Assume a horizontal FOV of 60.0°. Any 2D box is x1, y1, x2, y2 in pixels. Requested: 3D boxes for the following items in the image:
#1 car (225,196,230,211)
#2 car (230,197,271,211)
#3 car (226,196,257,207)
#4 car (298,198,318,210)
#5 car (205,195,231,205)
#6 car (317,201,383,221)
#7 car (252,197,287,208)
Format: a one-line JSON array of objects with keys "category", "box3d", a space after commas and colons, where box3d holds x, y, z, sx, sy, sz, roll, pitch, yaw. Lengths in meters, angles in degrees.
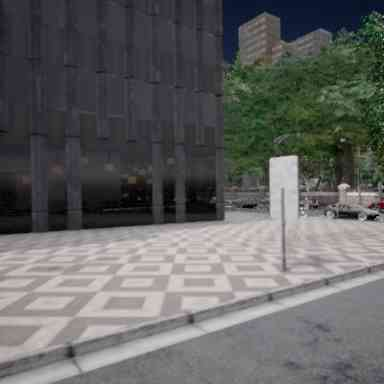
[{"category": "car", "box3d": [3.570, 1.585, 40.719, 2.008, 1.369, 4.403, -1, 1, -35]}, {"category": "car", "box3d": [7.392, 1.478, 40.089, 2.128, 1.511, 4.902, -1, 1, -35]}, {"category": "car", "box3d": [7.391, 1.414, 50.096, 2.008, 1.369, 4.403, -1, 1, -35]}, {"category": "car", "box3d": [13.677, 1.430, 41.174, 1.947, 1.339, 4.313, -1, 1, -35]}, {"category": "car", "box3d": [4.247, 1.304, 54.555, 1.967, 1.590, 4.097, -1, 1, -35]}, {"category": "car", "box3d": [12.999, 1.602, 27.337, 1.947, 1.339, 4.313, -1, 1, -35]}, {"category": "car", "box3d": [10.534, 1.415, 45.635, 2.008, 1.369, 4.403, -1, 1, -35]}]
